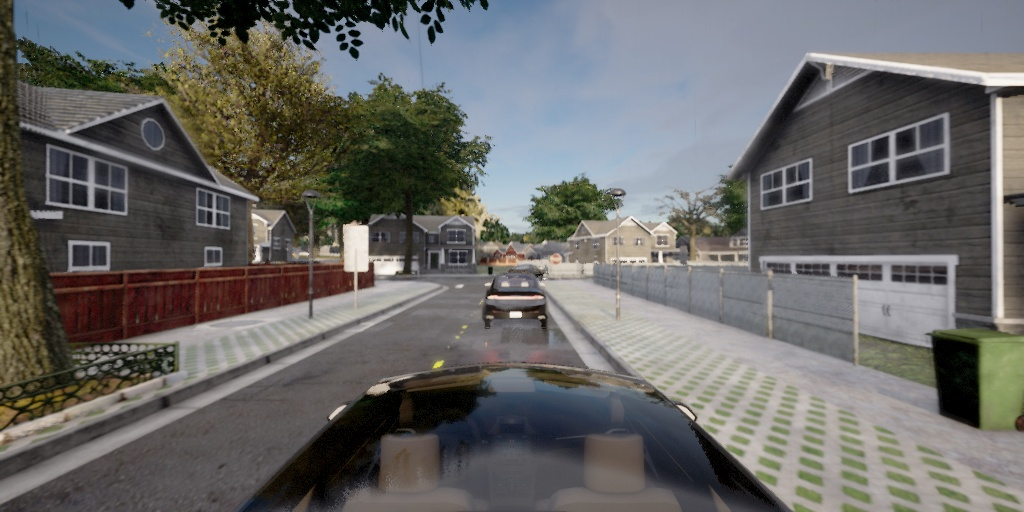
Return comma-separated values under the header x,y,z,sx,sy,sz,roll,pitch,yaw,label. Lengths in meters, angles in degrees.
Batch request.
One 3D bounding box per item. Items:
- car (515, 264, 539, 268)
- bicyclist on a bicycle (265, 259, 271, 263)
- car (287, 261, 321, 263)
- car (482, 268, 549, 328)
x,y,z,sx,sy,sz,roll,pitch,yaw,label
1.369,1.414,29.824,1.882,1.535,5.008,-1,-1,22,car
-22.336,1.091,32.876,0.582,1.620,1.656,0,0,-12,bicyclist on a bicycle
-15.620,1.163,28.277,4.553,1.767,2.097,1,0,-12,car
0.102,1.309,11.667,2.128,1.511,4.902,0,0,0,car
